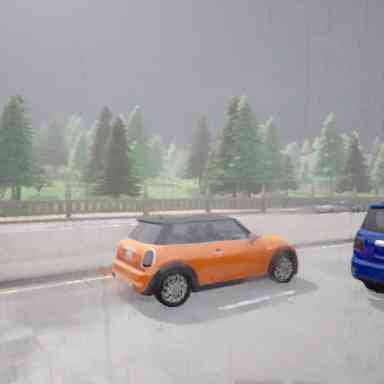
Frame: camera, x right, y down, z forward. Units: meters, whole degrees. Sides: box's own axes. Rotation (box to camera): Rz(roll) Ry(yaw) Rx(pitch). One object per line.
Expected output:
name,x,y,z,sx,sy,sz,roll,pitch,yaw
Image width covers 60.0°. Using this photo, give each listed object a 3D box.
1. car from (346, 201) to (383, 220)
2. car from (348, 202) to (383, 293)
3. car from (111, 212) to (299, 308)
car,15.650,1.453,27.488,5.357,1.411,2.033,0,0,-20
car,5.939,1.194,7.356,5.566,2.045,2.150,0,0,-30
car,0.487,1.329,8.092,4.553,1.767,2.097,0,0,-32
